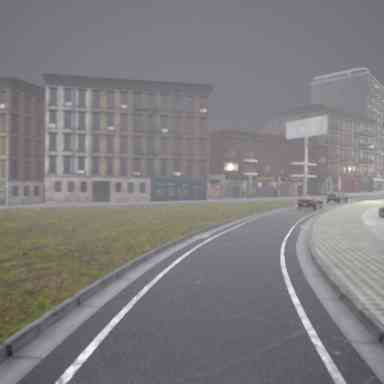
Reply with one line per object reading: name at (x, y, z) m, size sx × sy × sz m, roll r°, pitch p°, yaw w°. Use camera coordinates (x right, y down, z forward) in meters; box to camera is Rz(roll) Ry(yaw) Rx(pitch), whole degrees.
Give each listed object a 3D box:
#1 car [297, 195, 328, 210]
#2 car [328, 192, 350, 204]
car at (12.994, 1.082, 36.331) m, size 1.882 × 1.535 × 5.008 m, roll 1°, pitch 2°, yaw 33°
car at (20.330, 0.773, 46.211) m, size 1.837 × 1.490 × 4.892 m, roll 2°, pitch 3°, yaw 43°
